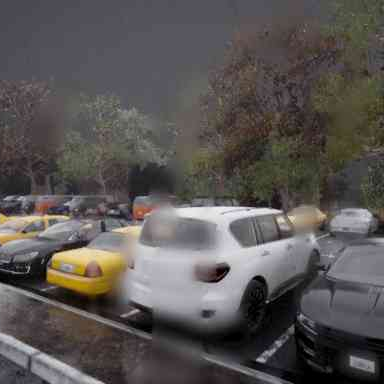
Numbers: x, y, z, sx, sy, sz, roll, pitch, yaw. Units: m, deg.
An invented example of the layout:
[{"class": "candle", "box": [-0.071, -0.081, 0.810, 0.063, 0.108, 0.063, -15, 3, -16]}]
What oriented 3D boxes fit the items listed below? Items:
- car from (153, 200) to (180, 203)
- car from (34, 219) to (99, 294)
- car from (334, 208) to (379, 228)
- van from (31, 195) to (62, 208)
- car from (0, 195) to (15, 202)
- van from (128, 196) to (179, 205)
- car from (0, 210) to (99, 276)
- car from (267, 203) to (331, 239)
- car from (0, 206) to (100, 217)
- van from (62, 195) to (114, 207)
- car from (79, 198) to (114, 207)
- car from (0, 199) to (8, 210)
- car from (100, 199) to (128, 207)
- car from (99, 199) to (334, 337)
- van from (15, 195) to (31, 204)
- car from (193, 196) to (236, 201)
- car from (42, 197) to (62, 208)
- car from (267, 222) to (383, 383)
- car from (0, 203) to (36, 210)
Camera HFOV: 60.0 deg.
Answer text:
[{"class": "car", "box": [-0.256, 1.556, 24.290, 2.163, 1.488, 4.792, 0, 0, 36]}, {"class": "car", "box": [-1.093, 1.559, 9.007, 1.946, 1.575, 5.366, 0, 0, 36]}, {"class": "car", "box": [8.730, 1.604, 17.810, 2.002, 1.452, 4.674, 0, 0, 36]}, {"class": "van", "box": [-13.624, 1.328, 34.155, 1.878, 1.987, 4.442, 0, 0, 36]}, {"class": "car", "box": [-18.195, 1.332, 37.289, 2.435, 2.045, 5.566, 0, 0, 36]}, {"class": "van", "box": [-2.514, 1.294, 26.105, 1.878, 1.987, 4.442, 0, 0, 36]}, {"class": "car", "box": [-3.446, 1.554, 10.491, 2.231, 1.521, 4.892, 0, 0, 36]}, {"class": "car", "box": [6.379, 1.552, 19.287, 1.946, 1.575, 5.366, 0, 0, 36]}, {"class": "car", "box": [-5.806, 1.540, 11.965, 1.946, 1.575, 5.366, 0, 0, 36]}, {"class": "van", "box": [-9.257, 1.302, 30.713, 1.878, 1.987, 4.442, 0, 0, 36]}, {"class": "car", "box": [-6.947, 1.548, 29.209, 2.163, 1.488, 4.792, 0, 0, 36]}, {"class": "car", "box": [-27.250, 1.684, 43.889, 2.002, 1.452, 4.674, 0, 0, 36]}, {"class": "car", "box": [-4.810, 1.546, 27.660, 2.163, 1.488, 4.792, 0, 0, 36]}, {"class": "car", "box": [1.064, 1.320, 7.251, 2.435, 2.045, 5.566, 0, 0, 36]}, {"class": "van", "box": [-16.004, 1.343, 35.592, 1.878, 1.987, 4.442, 0, 0, 36]}, {"class": "car", "box": [2.020, 1.285, 22.711, 2.435, 2.045, 5.566, 0, 0, 36]}, {"class": "car", "box": [-11.446, 1.539, 32.439, 2.097, 1.535, 5.008, 0, 0, 36]}, {"class": "car", "box": [3.298, 1.580, 5.604, 2.097, 1.535, 5.008, 0, 0, 36]}, {"class": "car", "box": [-10.400, 1.524, 15.294, 1.946, 1.575, 5.366, 0, 0, 36]}]
